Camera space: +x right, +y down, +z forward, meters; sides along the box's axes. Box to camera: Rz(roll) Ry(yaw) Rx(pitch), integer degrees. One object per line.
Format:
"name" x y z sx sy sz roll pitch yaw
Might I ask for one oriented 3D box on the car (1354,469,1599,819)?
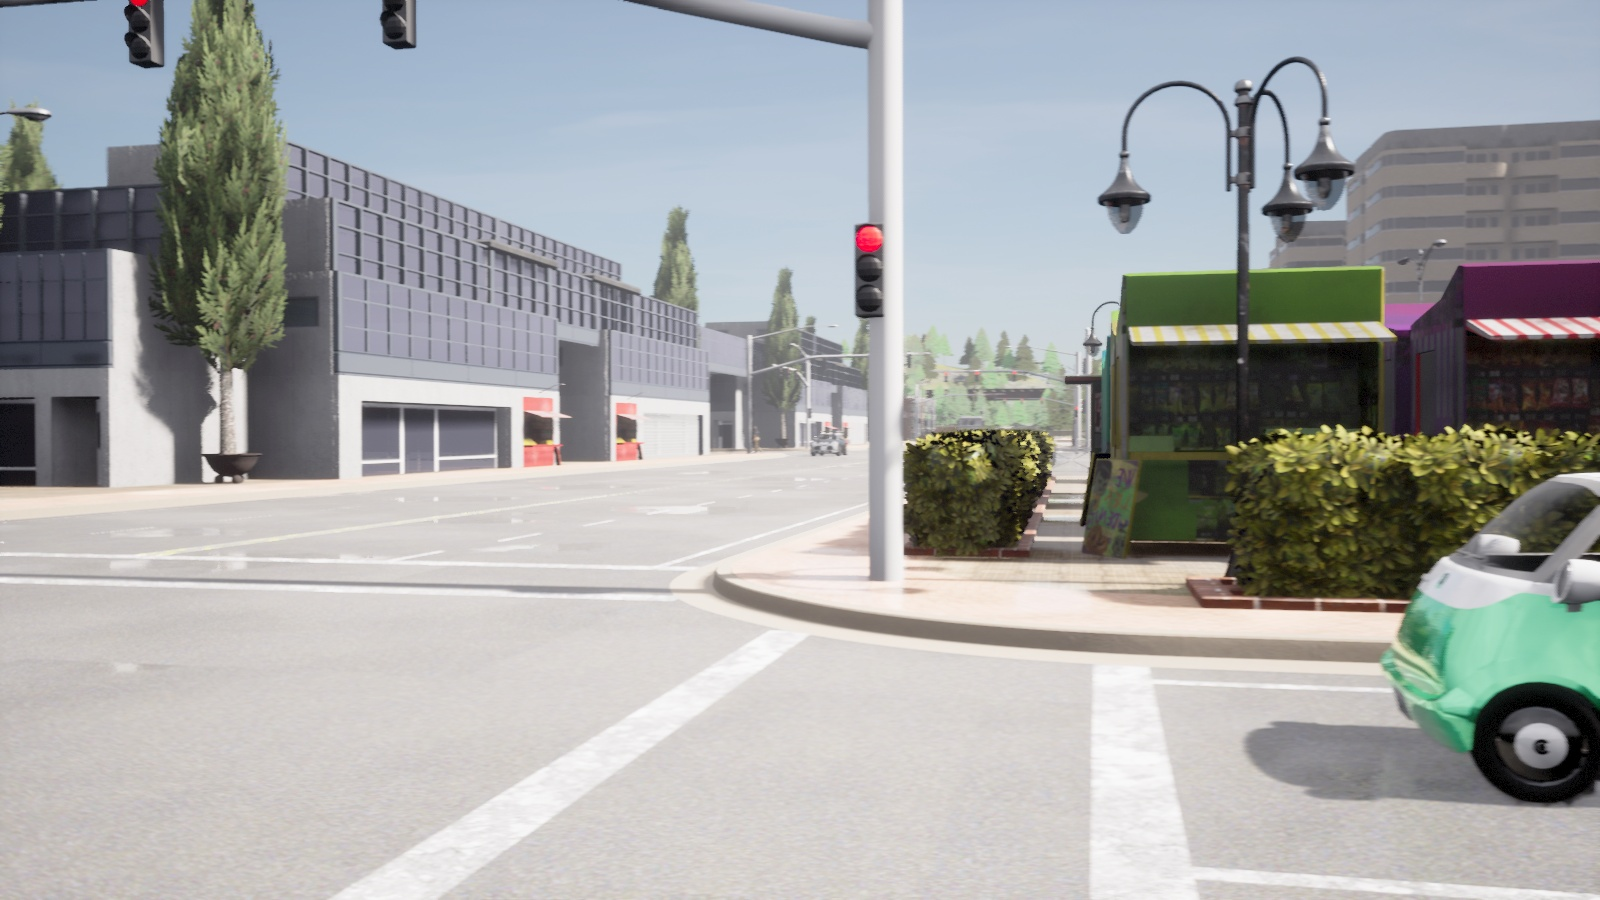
"car" 3.864 0.814 5.734 2.207 1.376 1.481 1 1 14

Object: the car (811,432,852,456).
"car" 2.059 -0.387 80.891 1.970 1.475 3.806 0 1 12
